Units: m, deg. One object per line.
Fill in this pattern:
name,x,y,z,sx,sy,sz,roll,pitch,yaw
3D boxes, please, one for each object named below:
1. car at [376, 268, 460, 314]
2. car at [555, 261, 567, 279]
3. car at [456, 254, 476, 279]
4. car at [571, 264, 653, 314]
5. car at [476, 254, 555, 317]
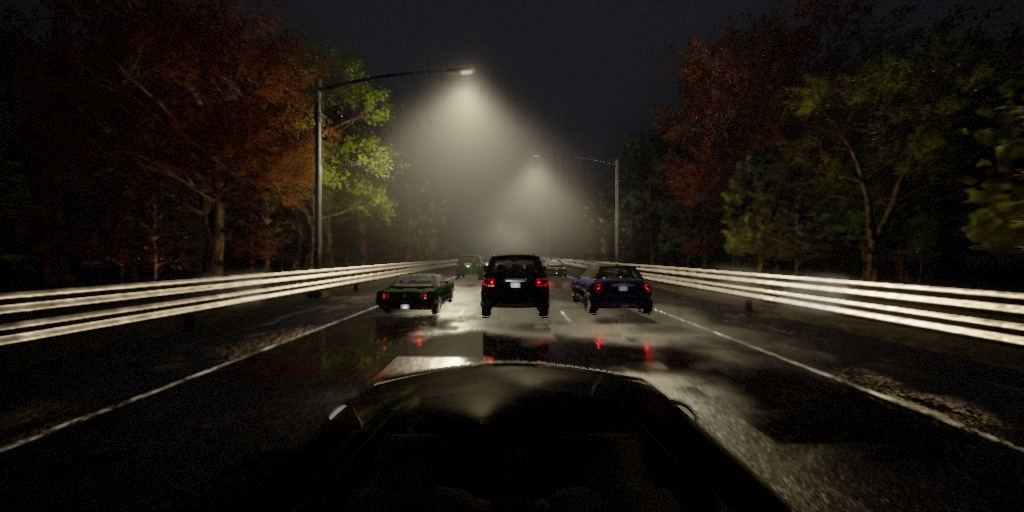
car,-3.401,1.318,13.639,1.895,1.301,4.718,0,0,0
car,3.592,1.149,31.111,2.128,1.511,4.902,0,0,0
car,-3.408,0.882,30.417,2.150,2.045,5.566,0,0,0
car,3.596,1.069,13.707,2.097,1.767,4.553,0,0,0
car,0.099,0.940,13.146,2.150,2.045,5.566,0,0,0
